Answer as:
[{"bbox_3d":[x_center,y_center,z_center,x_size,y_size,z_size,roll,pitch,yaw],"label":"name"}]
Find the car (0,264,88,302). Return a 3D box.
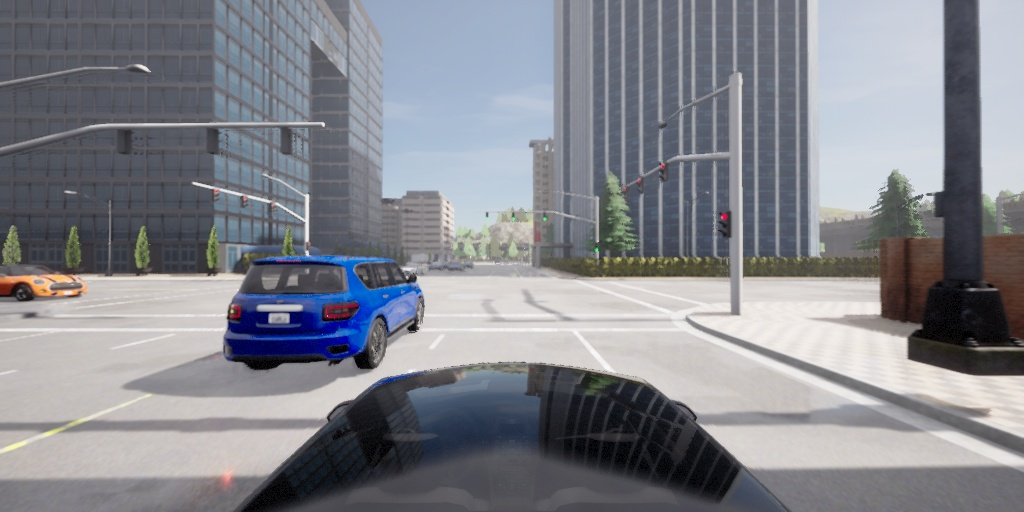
[{"bbox_3d":[-23.658,1.195,17.338,4.553,1.767,2.097,0,0,1],"label":"car"}]

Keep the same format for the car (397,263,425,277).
[{"bbox_3d":[-11.248,1.503,40.193,1.812,1.442,4.674,0,0,-1],"label":"car"}]

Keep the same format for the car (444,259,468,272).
[{"bbox_3d":[-8.007,1.593,51.874,2.033,1.411,5.357,0,0,-1],"label":"car"}]

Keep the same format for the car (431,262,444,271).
[{"bbox_3d":[-11.547,1.588,54.798,1.812,1.442,4.674,0,0,-1],"label":"car"}]

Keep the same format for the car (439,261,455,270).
[{"bbox_3d":[-11.622,1.665,64.143,2.033,1.411,5.357,0,0,-1],"label":"car"}]

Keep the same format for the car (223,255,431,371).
[{"bbox_3d":[-3.504,1.011,7.946,2.150,2.045,5.566,0,0,-2],"label":"car"}]
